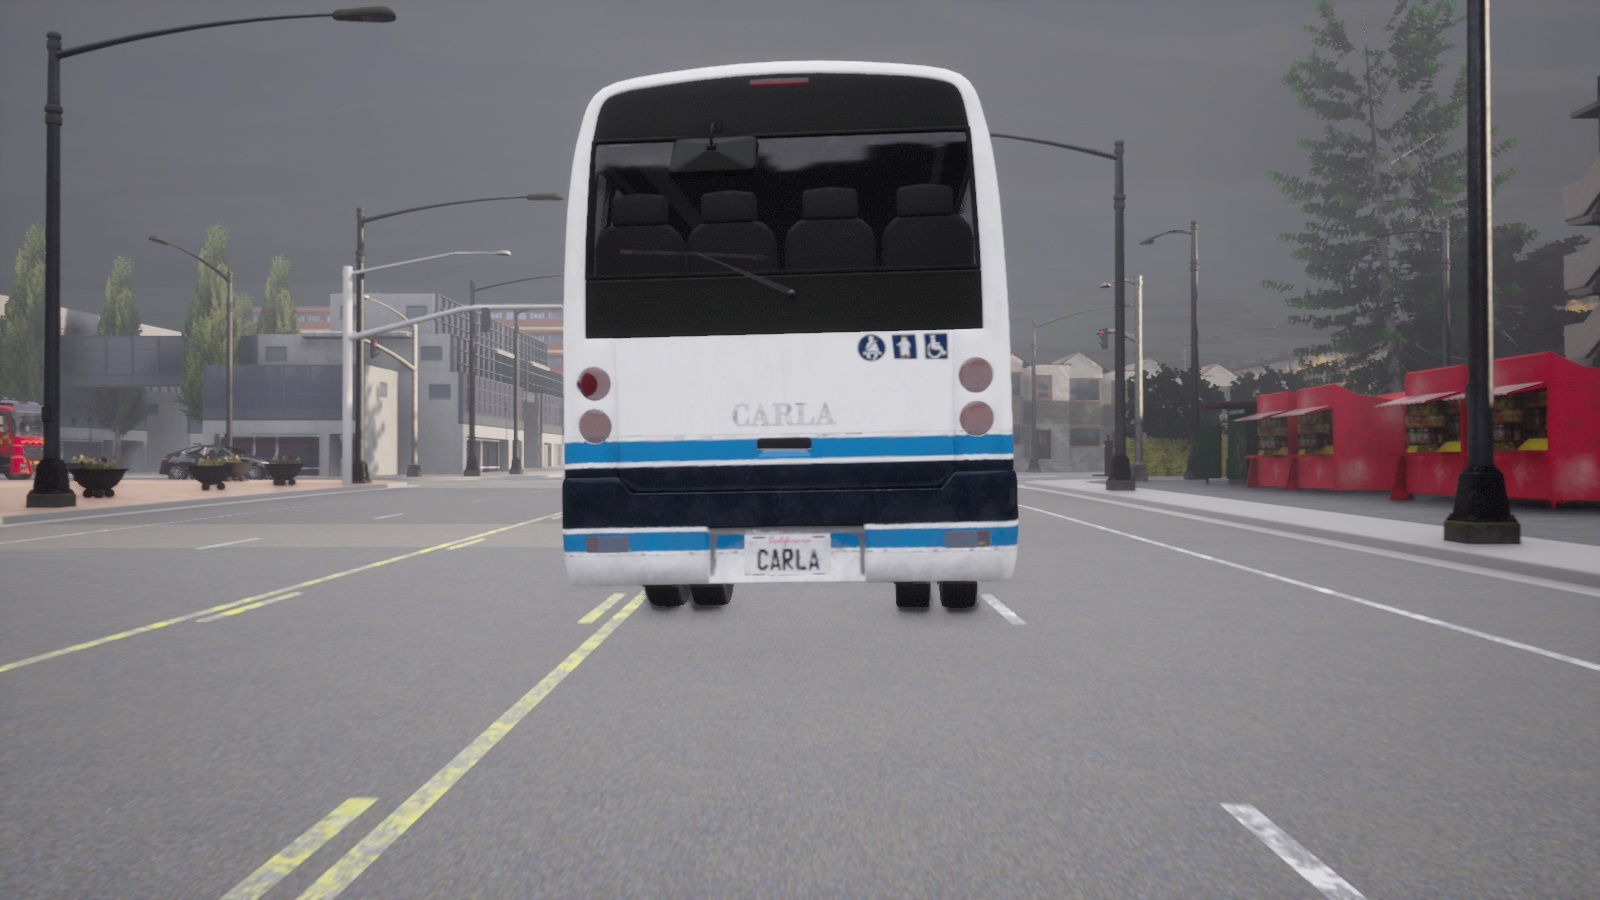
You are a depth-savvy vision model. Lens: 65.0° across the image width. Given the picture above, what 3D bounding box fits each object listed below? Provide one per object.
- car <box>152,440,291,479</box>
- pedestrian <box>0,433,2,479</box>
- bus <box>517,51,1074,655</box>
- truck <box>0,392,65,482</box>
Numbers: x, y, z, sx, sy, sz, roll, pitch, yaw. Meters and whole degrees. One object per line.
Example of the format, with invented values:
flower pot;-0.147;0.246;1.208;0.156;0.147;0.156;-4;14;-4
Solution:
car;-25.062;0.412;54.507;5.027;1.651;2.152;0;-1;1
pedestrian;-32.604;0.249;50.564;0.703;1.840;0.431;0;-1;6
bus;0.314;-0.683;14.163;3.944;4.253;10.273;-1;0;4
truck;-37.098;-0.540;54.674;8.468;3.827;2.891;0;-1;1
